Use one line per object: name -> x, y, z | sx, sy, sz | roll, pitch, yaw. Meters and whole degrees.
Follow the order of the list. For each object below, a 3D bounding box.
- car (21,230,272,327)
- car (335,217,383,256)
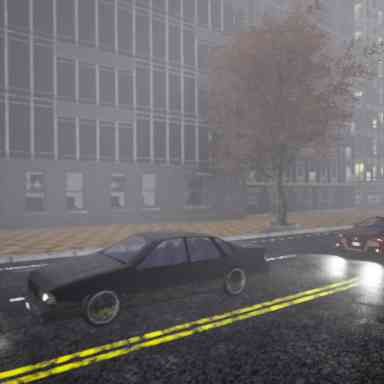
car -> -0.624, 1.573, 7.226 | 5.357, 1.411, 2.033 | 1, 0, -35
car -> 7.474, 1.681, 12.974 | 4.181, 1.385, 1.994 | 1, 0, -35
